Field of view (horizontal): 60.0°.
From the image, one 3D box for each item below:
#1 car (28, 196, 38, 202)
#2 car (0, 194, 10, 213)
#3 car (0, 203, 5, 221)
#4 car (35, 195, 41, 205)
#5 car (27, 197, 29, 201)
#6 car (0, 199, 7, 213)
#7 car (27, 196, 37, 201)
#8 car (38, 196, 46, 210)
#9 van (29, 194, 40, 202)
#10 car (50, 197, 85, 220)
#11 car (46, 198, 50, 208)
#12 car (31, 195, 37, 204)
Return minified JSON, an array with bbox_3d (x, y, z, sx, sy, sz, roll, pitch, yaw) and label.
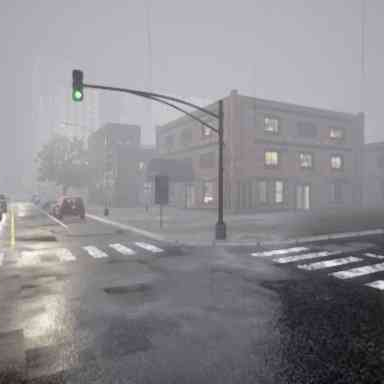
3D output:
[{"bbox_3d":[-36.615,1.570,76.672,1.802,1.307,4.206,0,0,-28],"label":"car"},{"bbox_3d":[-20.826,1.191,35.462,2.150,2.045,5.566,0,0,-28],"label":"car"},{"bbox_3d":[-11.379,1.526,17.778,2.033,1.411,5.357,0,0,-28],"label":"car"},{"bbox_3d":[-20.862,1.521,47.503,2.008,1.369,4.403,0,0,-28],"label":"car"},{"bbox_3d":[-34.071,1.509,71.961,1.752,1.417,4.829,0,0,-28],"label":"car"},{"bbox_3d":[-15.847,1.499,26.099,1.812,1.442,4.674,0,0,-28],"label":"car"},{"bbox_3d":[-39.242,1.558,81.535,1.947,1.339,4.313,0,0,-28],"label":"car"},{"bbox_3d":[-18.237,1.537,42.642,1.947,1.339,4.313,0,0,-28],"label":"car"},{"bbox_3d":[-31.365,1.320,66.950,1.690,1.788,3.998,0,0,-28],"label":"van"},{"bbox_3d":[-10.359,1.291,28.057,2.192,1.841,5.009,0,0,-28],"label":"car"},{"bbox_3d":[-12.985,1.540,32.919,1.947,1.339,4.313,0,0,-28],"label":"car"},{"bbox_3d":[-26.113,1.555,57.226,1.802,1.307,4.206,0,0,-28],"label":"car"}]
